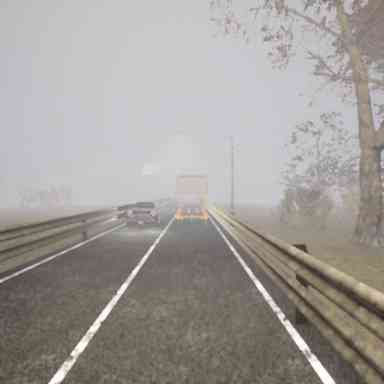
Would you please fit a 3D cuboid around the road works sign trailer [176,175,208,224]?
[{"bbox_3d":[0.018,0.535,25.154,2.380,3.560,2.880,0,0,0],"label":"road works sign trailer"}]

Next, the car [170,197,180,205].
[{"bbox_3d":[-3.241,1.727,64.852,2.033,1.411,5.357,0,0,0],"label":"car"}]

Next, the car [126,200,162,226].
[{"bbox_3d":[-3.340,1.420,23.937,2.097,1.767,4.553,0,0,0],"label":"car"}]
